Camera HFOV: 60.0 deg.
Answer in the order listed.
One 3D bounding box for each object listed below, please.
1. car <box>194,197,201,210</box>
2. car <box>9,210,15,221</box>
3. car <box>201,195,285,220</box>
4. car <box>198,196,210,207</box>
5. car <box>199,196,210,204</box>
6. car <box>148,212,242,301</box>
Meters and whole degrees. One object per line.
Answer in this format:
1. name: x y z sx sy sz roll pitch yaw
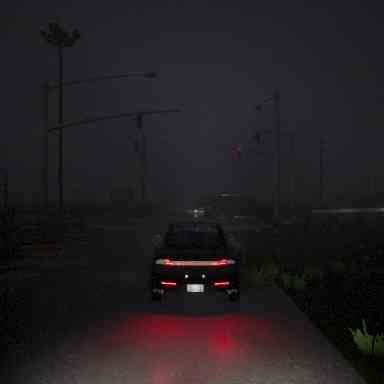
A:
1. car: 1.422 1.491 42.909 1.812 1.442 4.674 0 0 3
2. car: -15.348 1.525 24.073 4.674 1.442 1.812 0 0 0
3. car: 3.634 1.221 23.482 5.566 2.045 2.150 0 0 3
4. car: 1.895 1.443 52.140 1.882 1.535 5.008 0 0 3
5. car: 2.478 1.529 62.979 1.994 1.385 4.181 0 0 3
6. car: 0.079 1.492 8.323 2.128 1.511 4.902 0 0 0
